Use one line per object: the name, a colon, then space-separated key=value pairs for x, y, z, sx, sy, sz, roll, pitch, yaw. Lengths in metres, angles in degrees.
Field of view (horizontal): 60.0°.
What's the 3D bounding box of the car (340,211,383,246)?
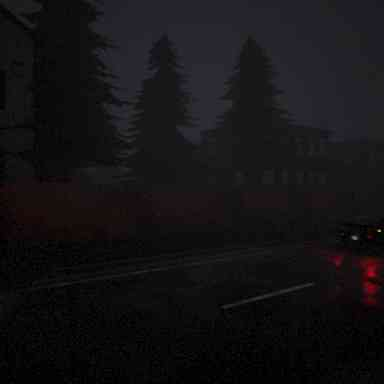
car: x=7.970 y=1.504 z=13.690 sx=4.674 sy=1.442 sz=1.812 roll=0 pitch=0 yaw=-34
